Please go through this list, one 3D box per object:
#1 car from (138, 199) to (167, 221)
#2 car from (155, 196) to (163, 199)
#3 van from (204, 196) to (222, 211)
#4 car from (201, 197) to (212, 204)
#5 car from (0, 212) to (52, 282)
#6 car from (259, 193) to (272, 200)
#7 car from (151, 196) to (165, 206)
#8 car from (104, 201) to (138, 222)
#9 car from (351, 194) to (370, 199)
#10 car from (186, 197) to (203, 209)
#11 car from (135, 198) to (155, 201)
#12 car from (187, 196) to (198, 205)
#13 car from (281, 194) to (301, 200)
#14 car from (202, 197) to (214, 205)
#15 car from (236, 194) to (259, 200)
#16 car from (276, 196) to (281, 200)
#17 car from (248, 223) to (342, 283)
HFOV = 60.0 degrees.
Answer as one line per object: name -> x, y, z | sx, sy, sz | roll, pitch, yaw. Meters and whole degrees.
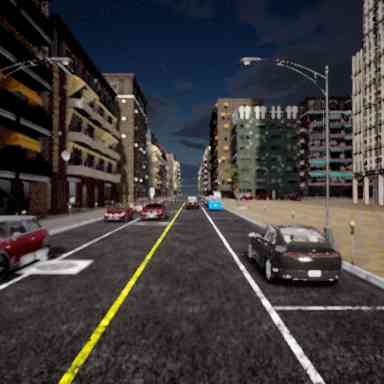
car -> -3.049, 1.550, 27.377 | 1.812, 1.442, 4.674 | 0, 0, 0
car -> -5.769, 1.626, 48.473 | 1.802, 1.307, 4.206 | 1, 0, 0
van -> 2.723, 1.377, 40.723 | 1.690, 1.788, 3.998 | 1, 0, 0
car -> 2.816, 1.611, 65.184 | 2.008, 1.369, 4.403 | 1, 0, 0
car -> -5.680, 1.449, 9.485 | 1.967, 1.590, 4.097 | 1, 0, 0
car -> 19.272, 1.300, 90.161 | 5.009, 1.841, 2.192 | 0, 0, 0
car -> -5.819, 1.493, 57.377 | 1.967, 1.590, 4.097 | 1, 0, 0
car -> -5.685, 1.605, 26.195 | 1.802, 1.307, 4.206 | 1, 0, 0
car -> 41.322, 1.127, 81.627 | 4.097, 1.590, 1.967 | 0, 0, 0
car -> 0.090, 1.588, 44.840 | 2.033, 1.411, 5.357 | 0, 0, 0
car -> -5.690, 1.474, 37.334 | 1.967, 1.590, 4.097 | 1, 0, 0
car -> 0.088, 1.581, 60.957 | 1.812, 1.442, 4.674 | 0, 0, 0
car -> 24.740, 1.252, 81.742 | 4.097, 1.590, 1.967 | 0, 0, 0
car -> 2.818, 1.605, 59.614 | 2.008, 1.369, 4.403 | 1, 0, 0
car -> 13.686, 1.480, 81.818 | 4.206, 1.307, 1.802 | 0, 0, 0
car -> 24.801, 1.487, 90.121 | 4.507, 1.381, 1.887 | 0, 0, 0
car -> 2.699, 1.559, 9.486 | 2.008, 1.369, 4.403 | 1, 0, 0
